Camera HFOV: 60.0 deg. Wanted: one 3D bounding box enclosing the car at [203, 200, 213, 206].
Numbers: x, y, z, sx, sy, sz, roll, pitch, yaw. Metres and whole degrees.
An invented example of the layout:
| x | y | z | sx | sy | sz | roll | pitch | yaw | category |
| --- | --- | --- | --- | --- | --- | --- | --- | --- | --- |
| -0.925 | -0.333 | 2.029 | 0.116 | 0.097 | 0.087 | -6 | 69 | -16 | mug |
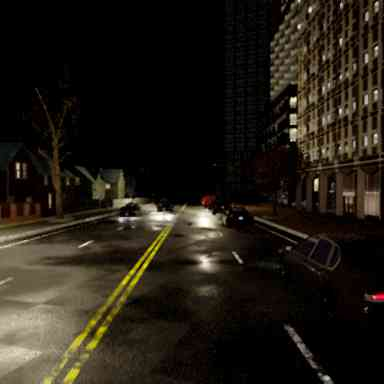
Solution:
| x | y | z | sx | sy | sz | roll | pitch | yaw | category |
| --- | --- | --- | --- | --- | --- | --- | --- | --- | --- |
| 3.324 | 2.285 | 70.642 | 1.895 | 1.301 | 4.718 | 0 | -1 | 0 | car |

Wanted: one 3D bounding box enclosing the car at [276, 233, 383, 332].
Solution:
| x | y | z | sx | sy | sz | roll | pitch | yaw | category |
| --- | --- | --- | --- | --- | --- | --- | --- | --- | --- |
| 3.357 | 1.611 | 7.287 | 2.033 | 1.411 | 5.357 | 0 | -1 | 0 | car |

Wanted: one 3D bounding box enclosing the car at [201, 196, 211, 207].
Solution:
| x | y | z | sx | sy | sz | roll | pitch | yaw | category |
| --- | --- | --- | --- | --- | --- | --- | --- | --- | --- |
| 3.312 | 1.788 | 59.643 | 2.150 | 2.045 | 5.566 | 0 | -1 | 0 | car |

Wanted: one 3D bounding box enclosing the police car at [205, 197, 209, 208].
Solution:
| x | y | z | sx | sy | sz | roll | pitch | yaw | category |
| --- | --- | --- | --- | --- | --- | --- | --- | --- | --- |
| 3.301 | 1.880 | 48.717 | 1.930 | 1.638 | 5.238 | 0 | -1 | 0 | police car |

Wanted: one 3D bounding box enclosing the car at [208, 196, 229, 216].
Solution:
| x | y | z | sx | sy | sz | roll | pitch | yaw | category |
| --- | --- | --- | --- | --- | --- | --- | --- | --- | --- |
| 3.289 | 1.698 | 37.574 | 2.097 | 1.767 | 4.553 | 0 | -1 | 0 | car |

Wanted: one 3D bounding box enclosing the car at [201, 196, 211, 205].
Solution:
| x | y | z | sx | sy | sz | roll | pitch | yaw | category |
| --- | --- | --- | --- | --- | --- | --- | --- | --- | --- |
| 3.335 | 2.026 | 81.649 | 2.150 | 2.045 | 5.566 | 0 | -1 | 0 | car |

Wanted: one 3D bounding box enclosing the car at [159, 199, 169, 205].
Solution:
| x | y | z | sx | sy | sz | roll | pitch | yaw | category |
| --- | --- | --- | --- | --- | --- | --- | --- | --- | --- |
| -6.420 | 2.240 | 76.738 | 1.895 | 1.301 | 4.718 | 0 | -1 | 0 | car |

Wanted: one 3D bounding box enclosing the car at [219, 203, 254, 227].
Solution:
| x | y | z | sx | sy | sz | roll | pitch | yaw | category |
| --- | --- | --- | --- | --- | --- | --- | --- | --- | --- |
| 3.375 | 1.790 | 24.929 | 1.994 | 1.385 | 4.181 | 0 | -1 | 0 | car |

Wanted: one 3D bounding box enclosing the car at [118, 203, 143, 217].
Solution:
| x | y | z | sx | sy | sz | roll | pitch | yaw | category |
| --- | --- | --- | --- | --- | --- | --- | --- | --- | --- |
| -6.558 | 1.878 | 36.077 | 2.033 | 1.411 | 5.357 | 0 | -1 | 0 | car |

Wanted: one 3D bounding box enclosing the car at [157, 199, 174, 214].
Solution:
| x | y | z | sx | sy | sz | roll | pitch | yaw | category |
| --- | --- | --- | --- | --- | --- | --- | --- | --- | --- |
| -3.296 | 1.874 | 41.417 | 2.128 | 1.511 | 4.902 | 0 | -1 | 0 | car |
